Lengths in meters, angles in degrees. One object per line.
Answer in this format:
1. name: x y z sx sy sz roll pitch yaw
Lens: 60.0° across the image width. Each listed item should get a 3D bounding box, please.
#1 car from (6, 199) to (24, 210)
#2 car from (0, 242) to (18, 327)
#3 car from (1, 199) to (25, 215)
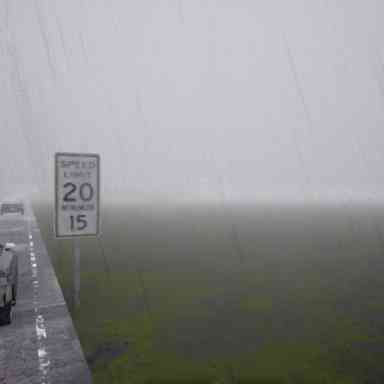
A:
1. car: -22.649 1.558 42.763 1.895 1.301 4.718 0 0 -26
2. car: -4.554 1.562 6.526 1.994 1.385 4.181 0 0 -27
3. car: -17.919 1.455 33.393 1.882 1.535 5.008 0 0 -26
